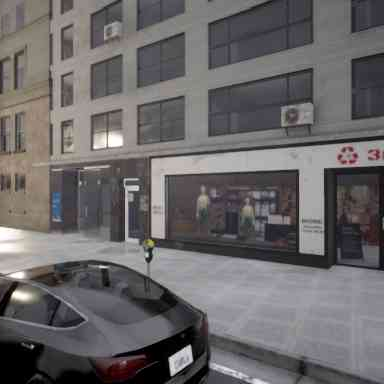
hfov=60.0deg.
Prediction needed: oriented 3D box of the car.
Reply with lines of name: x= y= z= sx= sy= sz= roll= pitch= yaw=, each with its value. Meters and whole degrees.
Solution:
car: x=-1.789 y=1.566 z=4.244 sx=4.313 sy=1.339 sz=1.947 roll=0 pitch=0 yaw=36
